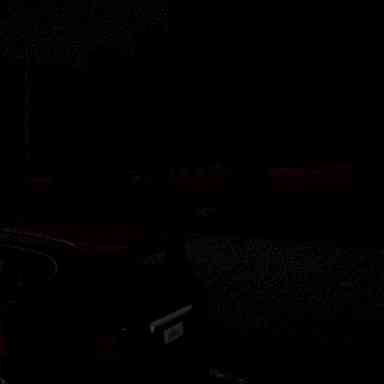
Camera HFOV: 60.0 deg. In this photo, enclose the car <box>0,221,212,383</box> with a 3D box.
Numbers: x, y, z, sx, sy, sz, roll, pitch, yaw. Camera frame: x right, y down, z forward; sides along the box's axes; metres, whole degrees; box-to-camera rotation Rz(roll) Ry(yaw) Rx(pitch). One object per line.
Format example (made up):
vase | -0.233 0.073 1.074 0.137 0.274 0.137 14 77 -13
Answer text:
car | -2.105 1.314 4.307 5.009 1.841 2.192 0 0 36
